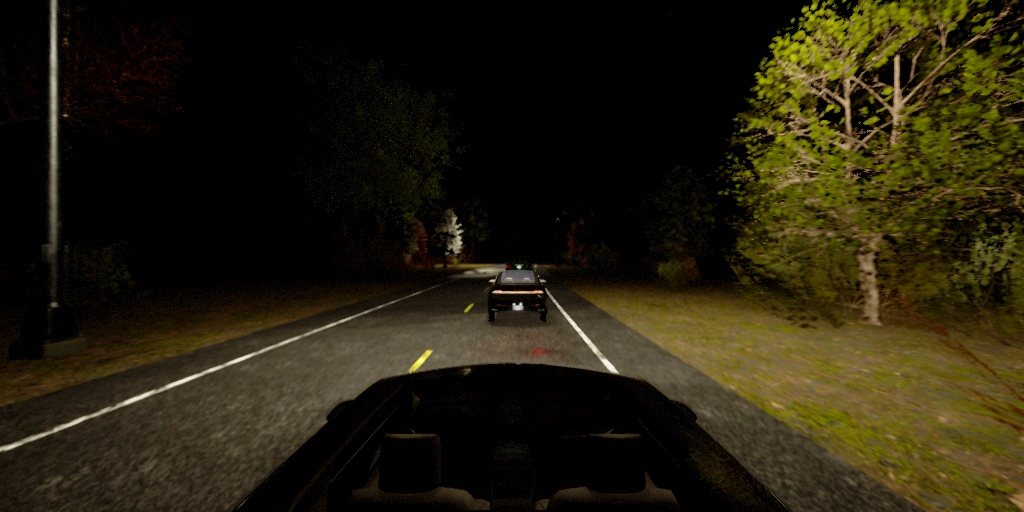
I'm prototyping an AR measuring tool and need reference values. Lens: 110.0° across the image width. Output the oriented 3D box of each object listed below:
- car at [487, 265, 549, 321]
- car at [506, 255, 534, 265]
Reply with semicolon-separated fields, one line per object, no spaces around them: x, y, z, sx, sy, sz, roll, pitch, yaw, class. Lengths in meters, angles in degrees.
0.198;1.238;12.491;2.128;1.511;4.902;0;0;1;car
0.633;0.949;30.230;2.150;2.045;5.566;0;0;2;car
